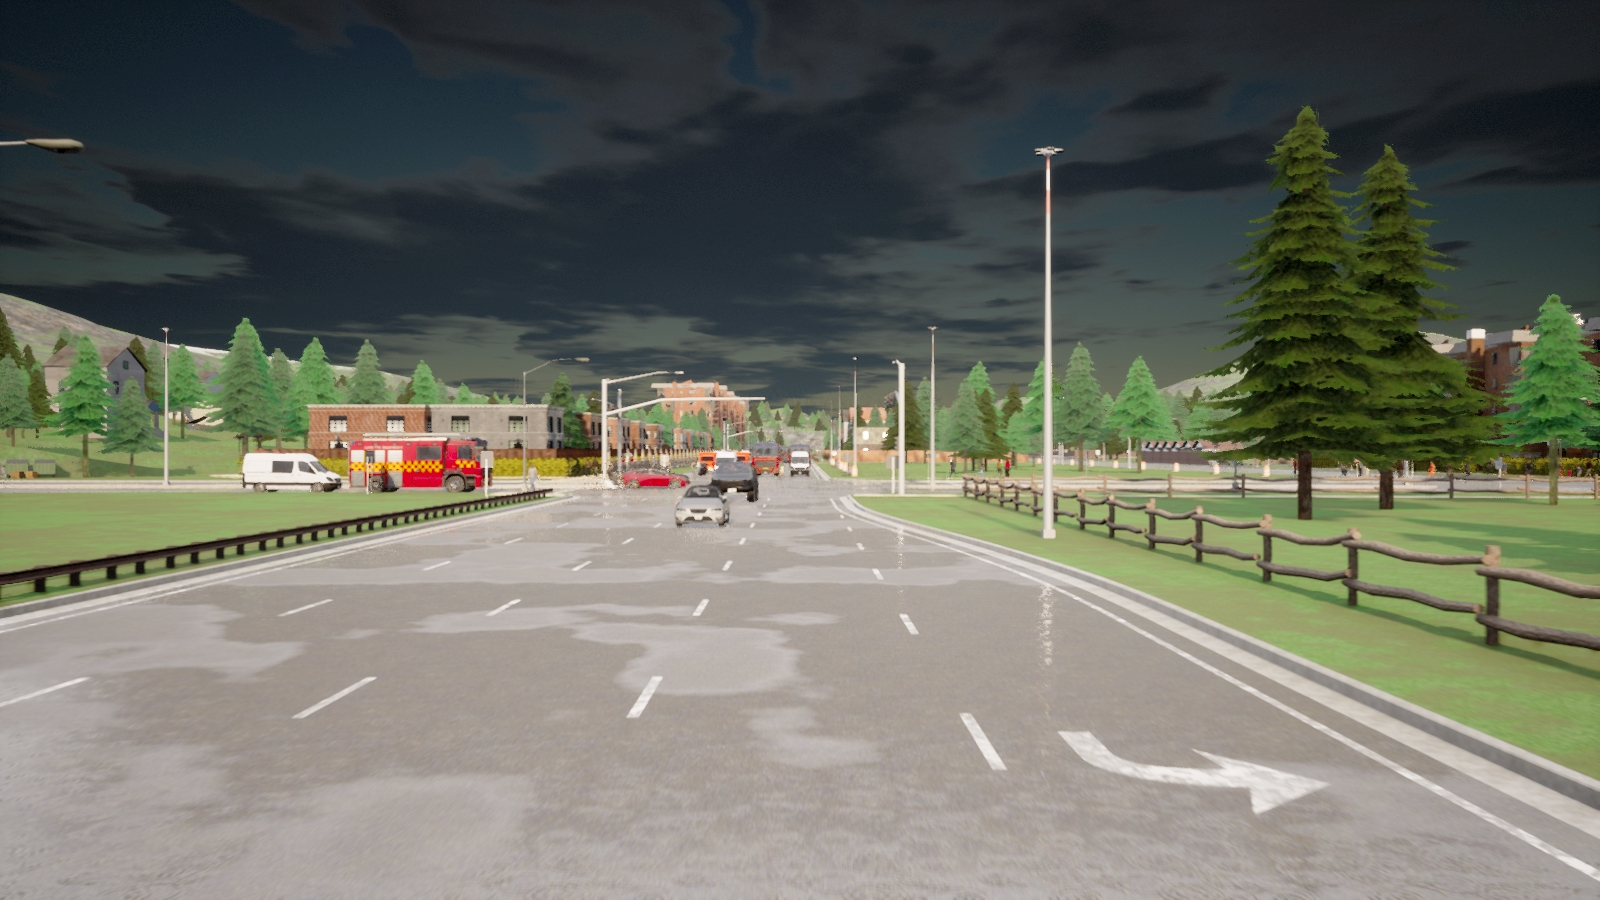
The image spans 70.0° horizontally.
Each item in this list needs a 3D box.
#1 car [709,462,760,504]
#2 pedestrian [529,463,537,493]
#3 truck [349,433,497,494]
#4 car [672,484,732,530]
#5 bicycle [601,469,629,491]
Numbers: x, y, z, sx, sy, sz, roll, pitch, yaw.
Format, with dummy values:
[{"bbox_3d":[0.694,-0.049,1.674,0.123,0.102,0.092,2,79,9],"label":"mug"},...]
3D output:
[{"bbox_3d":[-3.501,1.721,61.966,2.390,2.098,6.274,0,0,0],"label":"car"},{"bbox_3d":[-16.470,1.714,70.436,0.375,1.860,0.375,0,0,9],"label":"pedestrian"},{"bbox_3d":[-23.998,0.854,73.029,8.468,3.827,2.891,0,0,1],"label":"truck"},{"bbox_3d":[-3.531,2.044,41.738,1.816,1.474,4.193,0,0,0],"label":"car"},{"bbox_3d":[-12.409,2.021,76.655,1.835,1.471,0.329,0,0,1],"label":"bicycle"}]
